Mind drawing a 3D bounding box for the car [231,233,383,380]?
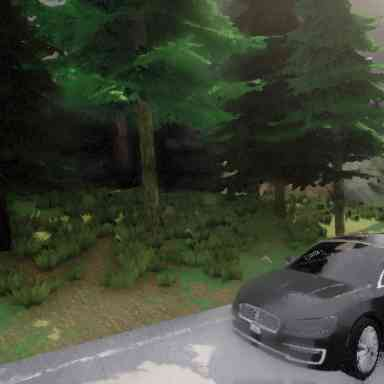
[{"bbox_3d":[2.887,1.504,5.510,4.892,1.490,1.837,0,-1,-31],"label":"car"}]
